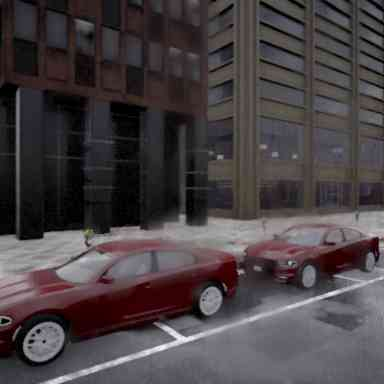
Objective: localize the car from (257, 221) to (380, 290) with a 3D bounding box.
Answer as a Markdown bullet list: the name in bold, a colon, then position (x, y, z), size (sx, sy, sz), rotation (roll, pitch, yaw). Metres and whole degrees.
- **car**: position (3.355, 1.532, 9.060), size (4.507, 1.381, 1.887), rotation (0, 0, -36)

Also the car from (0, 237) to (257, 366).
- **car**: position (-1.198, 1.543, 5.795), size (4.507, 1.381, 1.887), rotation (0, 0, -36)
